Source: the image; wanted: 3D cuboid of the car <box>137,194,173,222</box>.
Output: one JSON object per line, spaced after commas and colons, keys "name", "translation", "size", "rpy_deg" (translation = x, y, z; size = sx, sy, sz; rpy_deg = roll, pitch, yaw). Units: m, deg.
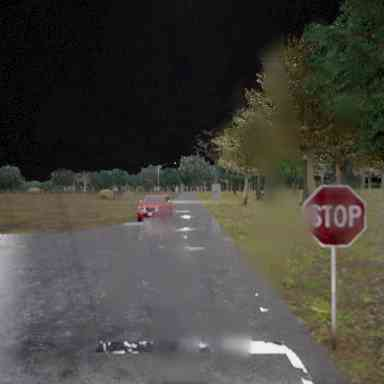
{"name": "car", "translation": [-2.829, 1.212, 26.380], "size": [2.150, 2.045, 5.566], "rpy_deg": [0, 0, 3]}
